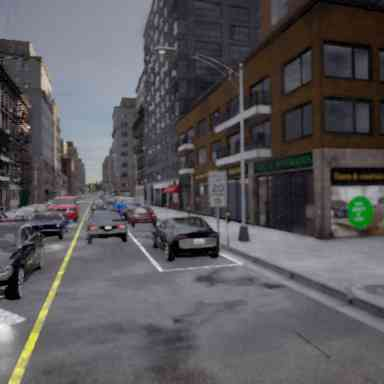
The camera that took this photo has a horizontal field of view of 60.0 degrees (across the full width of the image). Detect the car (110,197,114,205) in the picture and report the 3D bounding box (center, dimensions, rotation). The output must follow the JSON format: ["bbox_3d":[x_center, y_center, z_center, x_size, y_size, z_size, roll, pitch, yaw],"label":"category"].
[{"bbox_3d":[-8.066,1.666,38.656,2.008,1.369,4.403,-1,0,-16],"label":"car"}]

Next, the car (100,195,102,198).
[{"bbox_3d":[-21.950,1.689,86.273,2.192,1.841,5.009,-1,0,-16],"label":"car"}]

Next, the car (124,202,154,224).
[{"bbox_3d":[-3.439,1.621,22.785,1.802,1.307,4.206,-1,0,-16],"label":"car"}]

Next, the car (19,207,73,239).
[{"bbox_3d":[-7.692,1.720,17.767,1.895,1.301,4.718,-1,0,-16],"label":"car"}]

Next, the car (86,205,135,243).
[{"bbox_3d":[-4.323,1.607,16.767,2.033,1.411,5.357,-1,0,-16],"label":"car"}]

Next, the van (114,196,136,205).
[{"bbox_3d":[-6.528,1.430,33.366,1.690,1.788,3.998,-1,0,-16],"label":"van"}]

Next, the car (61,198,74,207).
[{"bbox_3d":[-23.480,1.943,62.863,1.887,1.381,4.507,-1,0,-16],"label":"car"}]

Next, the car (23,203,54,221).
[{"bbox_3d":[-14.227,1.778,31.119,2.008,1.369,4.403,-1,0,-16],"label":"car"}]

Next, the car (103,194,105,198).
[{"bbox_3d":[-17.321,1.729,70.400,1.967,1.590,4.097,-1,0,-16],"label":"car"}]

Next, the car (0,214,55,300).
[{"bbox_3d":[-4.940,1.570,8.325,2.128,1.511,4.902,-1,0,-16],"label":"car"}]

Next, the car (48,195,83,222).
[{"bbox_3d":[-10.611,1.385,27.816,2.150,2.045,5.566,-1,0,-16],"label":"car"}]

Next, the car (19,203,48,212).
[{"bbox_3d":[-12.684,1.784,25.829,1.802,1.307,4.206,-1,0,-16],"label":"car"}]

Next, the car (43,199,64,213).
[{"bbox_3d":[-17.313,1.722,41.700,1.967,1.590,4.097,-1,0,-16],"label":"car"}]

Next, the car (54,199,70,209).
[{"bbox_3d":[-20.396,1.890,52.281,2.008,1.369,4.403,-1,0,-16],"label":"car"}]

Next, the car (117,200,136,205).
[{"bbox_3d":[-4.982,1.630,28.076,1.947,1.339,4.313,-1,0,-16],"label":"car"}]

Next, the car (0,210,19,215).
[{"bbox_3d":[-9.602,1.595,15.248,1.967,1.590,4.097,-1,0,-16],"label":"car"}]

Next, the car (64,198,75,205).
[{"bbox_3d":[-25.022,2.009,68.154,1.802,1.307,4.206,-1,0,-16],"label":"car"}]

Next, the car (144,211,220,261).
[{"bbox_3d":[-0.354,1.560,12.203,1.947,1.339,4.313,-1,0,-16],"label":"car"}]

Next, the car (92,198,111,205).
[{"bbox_3d":[-10.882,1.767,39.249,1.895,1.301,4.718,-1,0,-16],"label":"car"}]

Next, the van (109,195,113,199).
[{"bbox_3d":[-9.612,1.485,43.946,1.690,1.788,3.998,-1,0,-16],"label":"van"}]

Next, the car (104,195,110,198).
[{"bbox_3d":[-14.237,1.671,59.818,1.967,1.590,4.097,-1,0,-16],"label":"car"}]

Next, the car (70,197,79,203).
[{"bbox_3d":[-29.649,2.078,84.026,1.947,1.339,4.313,-1,0,-16],"label":"car"}]
